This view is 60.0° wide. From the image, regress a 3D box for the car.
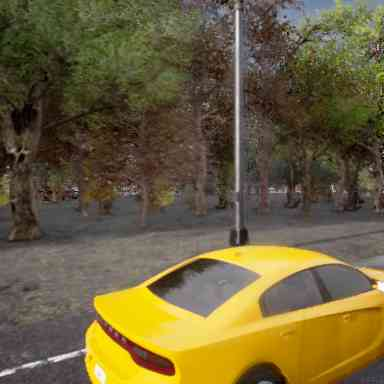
[{"bbox_3d":[1.227,1.465,4.389,5.008,1.535,1.882,0,0,-34],"label":"car"}]
